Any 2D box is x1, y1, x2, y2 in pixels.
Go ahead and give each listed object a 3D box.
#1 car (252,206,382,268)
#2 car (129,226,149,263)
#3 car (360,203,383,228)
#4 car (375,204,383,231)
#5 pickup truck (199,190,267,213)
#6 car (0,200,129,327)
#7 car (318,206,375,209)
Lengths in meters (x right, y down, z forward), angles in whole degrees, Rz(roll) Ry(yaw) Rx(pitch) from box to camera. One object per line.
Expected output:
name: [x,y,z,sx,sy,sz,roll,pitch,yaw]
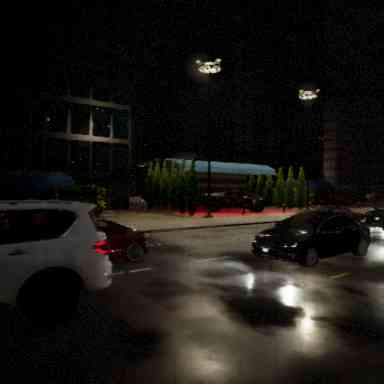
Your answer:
car: [4.140,1.446,11.194,4.892,1.490,1.837,0,1,-35]
car: [-3.418,1.484,10.148,4.181,1.385,1.994,0,0,-35]
car: [13.114,1.474,21.779,4.181,1.385,1.994,0,0,-35]
car: [11.546,1.155,16.299,5.566,2.045,2.150,0,0,-35]
pickup truck: [3.840,0.873,31.202,6.274,2.098,2.390,0,0,-5]
car: [-4.108,1.171,5.376,5.566,2.045,2.150,0,0,-35]
car: [7.042,1.464,17.433,5.357,1.411,2.033,0,0,-34]
